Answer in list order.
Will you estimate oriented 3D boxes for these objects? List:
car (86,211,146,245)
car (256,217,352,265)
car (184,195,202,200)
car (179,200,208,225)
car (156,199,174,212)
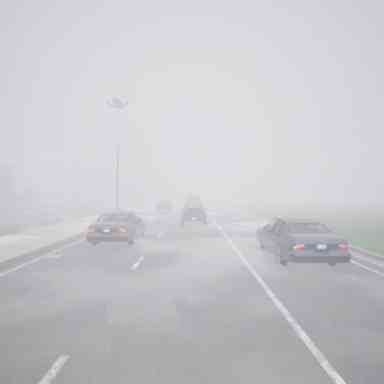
[{"bbox_3d":[-3.390,1.595,15.732,2.033,1.411,5.357,0,0,0],"label":"car"},{"bbox_3d":[3.608,1.584,11.766,2.033,1.411,5.357,0,0,0],"label":"car"},{"bbox_3d":[0.129,1.350,42.346,2.150,2.045,5.566,0,0,0],"label":"car"},{"bbox_3d":[0.117,1.579,24.886,1.837,1.490,4.892,0,-1,0],"label":"car"},{"bbox_3d":[-3.372,1.616,41.058,2.128,1.511,4.902,0,0,0],"label":"car"}]
